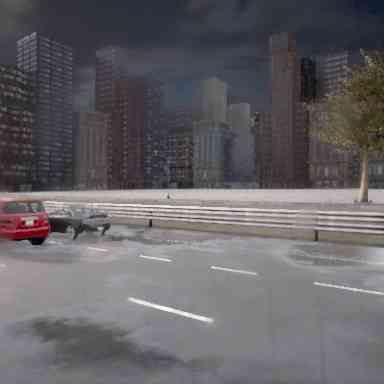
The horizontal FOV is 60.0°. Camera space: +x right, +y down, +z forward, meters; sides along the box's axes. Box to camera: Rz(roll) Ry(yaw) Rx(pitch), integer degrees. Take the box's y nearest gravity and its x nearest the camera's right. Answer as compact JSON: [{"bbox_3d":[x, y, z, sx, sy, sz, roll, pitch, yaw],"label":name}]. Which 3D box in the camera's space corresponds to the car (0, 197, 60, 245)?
[{"bbox_3d":[-8.291,1.238,14.083,5.566,2.045,2.150,0,0,36],"label":"car"}]

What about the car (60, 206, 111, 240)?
[{"bbox_3d":[-6.235,1.475,16.915,4.902,1.511,2.128,0,0,36],"label":"car"}]
